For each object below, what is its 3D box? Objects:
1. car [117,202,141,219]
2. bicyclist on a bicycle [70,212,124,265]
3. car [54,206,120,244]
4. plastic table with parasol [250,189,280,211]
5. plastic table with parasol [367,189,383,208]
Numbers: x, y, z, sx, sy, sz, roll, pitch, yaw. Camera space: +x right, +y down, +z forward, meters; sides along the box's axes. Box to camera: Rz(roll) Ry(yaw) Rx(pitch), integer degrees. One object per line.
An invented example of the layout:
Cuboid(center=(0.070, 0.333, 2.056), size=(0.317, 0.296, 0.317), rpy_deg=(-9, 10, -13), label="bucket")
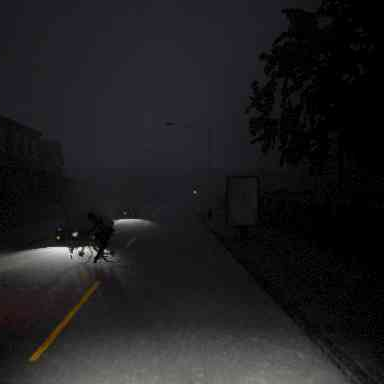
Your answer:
Cuboid(center=(-5.607, 1.564, 29.249), size=(1.994, 1.385, 4.181), rpy_deg=(0, 0, -3), label="car")
Cuboid(center=(-2.972, 1.452, 10.385), size=(1.656, 1.620, 0.582), rpy_deg=(-1, 0, -3), label="bicyclist on a bicycle")
Cuboid(center=(-4.885, 1.564, 15.651), size=(1.994, 1.385, 4.181), rpy_deg=(0, 0, -3), label="car")
Cuboid(center=(8.627, 0.955, 39.399), size=(2.482, 2.480, 2.482), rpy_deg=(1, -1, -43), label="plastic table with parasol")
Cuboid(center=(25.882, 0.881, 45.640), size=(2.482, 2.480, 2.482), rpy_deg=(1, -2, -41), label="plastic table with parasol")
